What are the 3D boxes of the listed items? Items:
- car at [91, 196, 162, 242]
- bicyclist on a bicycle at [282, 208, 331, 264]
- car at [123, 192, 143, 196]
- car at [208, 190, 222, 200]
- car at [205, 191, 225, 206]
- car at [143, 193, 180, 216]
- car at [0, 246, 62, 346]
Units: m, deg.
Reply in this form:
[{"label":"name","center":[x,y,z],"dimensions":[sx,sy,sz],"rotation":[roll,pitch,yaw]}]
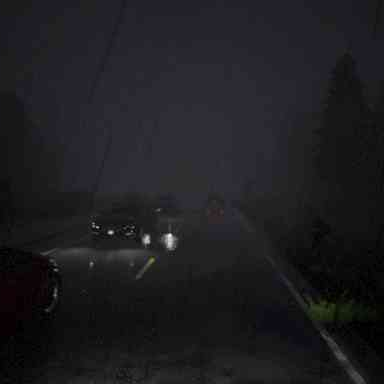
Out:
[{"label":"car","center":[-2.697,1.125,14.160],"dimensions":[1.837,1.490,4.892],"rotation":[1,1,4]},{"label":"bicyclist on a bicycle","center":[3.386,1.294,9.383],"dimensions":[1.656,1.620,0.582],"rotation":[3,2,4]},{"label":"car","center":[-4.655,0.735,27.103],"dimensions":[1.816,1.474,4.193],"rotation":[6,1,2]},{"label":"car","center":[3.384,0.452,48.273],"dimensions":[1.895,1.301,4.718],"rotation":[1,1,5]},{"label":"car","center":[2.452,0.692,35.025],"dimensions":[1.812,1.442,4.674],"rotation":[1,1,4]},{"label":"car","center":[-1.972,0.886,24.214],"dimensions":[1.837,1.490,4.892],"rotation":[1,1,4]},{"label":"car","center":[-3.404,1.419,4.262],"dimensions":[1.994,1.385,4.181],"rotation":[1,1,4]}]
